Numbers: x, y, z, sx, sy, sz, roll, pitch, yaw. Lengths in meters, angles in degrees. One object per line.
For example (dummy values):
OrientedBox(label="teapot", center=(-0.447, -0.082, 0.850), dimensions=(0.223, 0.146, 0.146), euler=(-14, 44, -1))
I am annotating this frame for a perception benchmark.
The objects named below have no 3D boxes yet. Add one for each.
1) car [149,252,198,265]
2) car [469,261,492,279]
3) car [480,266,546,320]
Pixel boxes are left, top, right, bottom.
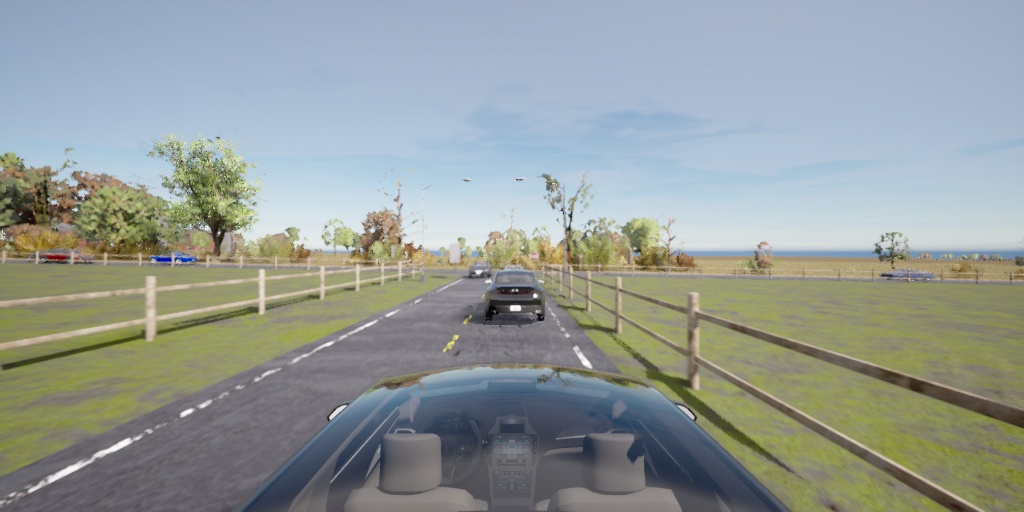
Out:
OrientedBox(label="car", center=(-42.165, 0.263, 44.664), dimensions=(5.008, 1.535, 1.882), euler=(2, 1, 0))
OrientedBox(label="car", center=(-2.763, 1.195, 32.266), dimensions=(2.128, 1.511, 4.902), euler=(0, 0, 0))
OrientedBox(label="car", center=(0.099, 1.233, 12.500), dimensions=(1.837, 1.490, 4.892), euler=(0, 0, 0))
